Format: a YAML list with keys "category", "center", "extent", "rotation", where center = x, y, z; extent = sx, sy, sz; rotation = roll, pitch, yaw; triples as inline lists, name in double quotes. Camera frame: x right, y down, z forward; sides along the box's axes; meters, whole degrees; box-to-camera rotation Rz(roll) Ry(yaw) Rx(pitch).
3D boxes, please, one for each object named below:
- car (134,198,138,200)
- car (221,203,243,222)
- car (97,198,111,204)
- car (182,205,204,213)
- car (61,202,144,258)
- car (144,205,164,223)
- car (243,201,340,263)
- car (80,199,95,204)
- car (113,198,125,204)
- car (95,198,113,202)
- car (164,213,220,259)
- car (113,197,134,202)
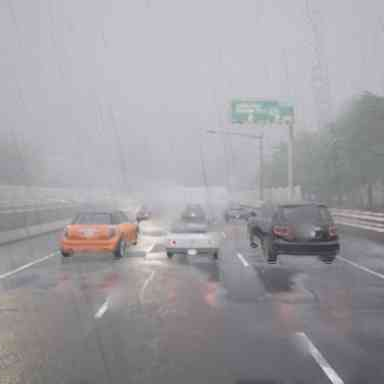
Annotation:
- category: "car"
  center: [-13.410, 2.087, 77.229]
  extent: [1.994, 1.385, 4.181]
  rotation: [0, 0, 1]
- category: "car"
  center: [3.599, 1.722, 28.419]
  extent: [2.128, 1.511, 4.902]
  rotation: [0, 0, 1]
- category: "car"
  center: [-20.409, 2.086, 77.338]
  extent: [1.994, 1.385, 4.181]
  rotation: [0, 0, 1]
- category: "car"
  center: [0.103, 1.793, 28.466]
  extent: [1.994, 1.385, 4.181]
  rotation: [0, 0, 1]
- category: "car"
  center: [-3.462, 1.470, 13.388]
  extent: [2.097, 1.767, 4.553]
  rotation: [0, -1, 1]
- category: "car"
  center: [-3.414, 1.769, 27.485]
  extent: [2.033, 1.411, 5.357]
  rotation: [0, 0, 0]
- category: "car"
  center: [3.527, 1.338, 12.539]
  extent: [2.150, 2.045, 5.566]
  rotation: [0, 0, 1]
- category: "car"
  center: [-20.572, 2.021, 65.964]
  extent: [2.033, 1.411, 5.357]
  rotation: [0, 0, 1]
- category: "car"
  center: [-16.910, 2.129, 77.254]
  extent: [1.895, 1.301, 4.718]
  rotation: [0, 0, 1]
- category: "car"
  center: [-17.074, 1.982, 65.933]
  extent: [1.837, 1.490, 4.892]
  rotation: [0, 0, 1]
- category: "car"
  center: [0.036, 1.719, 13.212]
  extent: [1.895, 1.301, 4.718]
  rotation: [0, 0, 1]
- category: "car"
  center: [-13.577, 1.836, 65.935]
  extent: [2.097, 1.767, 4.553]
  rotation: [0, 0, 1]
